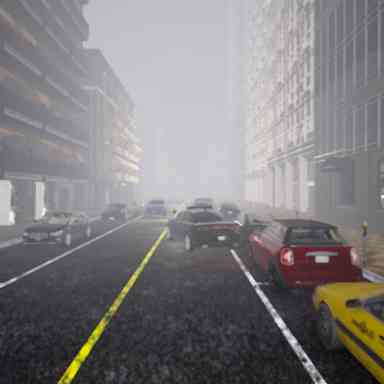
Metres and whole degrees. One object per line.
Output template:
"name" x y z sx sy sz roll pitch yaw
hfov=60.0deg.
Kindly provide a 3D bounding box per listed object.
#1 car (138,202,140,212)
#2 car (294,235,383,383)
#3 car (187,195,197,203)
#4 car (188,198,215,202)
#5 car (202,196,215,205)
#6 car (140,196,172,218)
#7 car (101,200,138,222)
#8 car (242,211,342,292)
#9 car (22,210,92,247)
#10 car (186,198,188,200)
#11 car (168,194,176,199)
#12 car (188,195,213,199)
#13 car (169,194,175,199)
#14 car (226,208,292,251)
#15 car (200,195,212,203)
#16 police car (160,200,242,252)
"car" -5.678 1.420 31.255 1.752 1.417 4.829 0 0 0
"car" 2.691 1.513 3.348 1.752 1.417 4.829 0 0 0
"car" 0.028 1.325 65.393 1.812 1.442 4.674 0 0 0
"car" 0.791 1.423 24.005 1.837 1.490 4.892 0 0 1
"car" 2.712 1.373 54.014 1.887 1.381 4.507 0 0 0
"car" -3.084 1.378 29.588 1.882 1.535 5.008 0 0 0
"car" -5.680 1.478 25.776 1.947 1.339 4.313 0 0 0
"car" 2.694 1.408 8.826 1.967 1.590 4.097 0 0 0
"car" -5.685 1.500 14.478 2.008 1.369 4.403 0 0 0
"car" 0.025 1.366 49.842 1.812 1.442 4.674 0 0 0
"car" -5.651 1.280 93.558 2.008 1.369 4.403 0 0 0
"car" 0.913 1.250 29.956 2.097 1.767 4.553 0 0 0
"car" -5.654 1.293 87.910 2.008 1.369 4.403 0 0 0
"car" 2.695 1.499 14.476 2.008 1.369 4.403 0 0 0
"car" 2.717 1.348 65.312 2.008 1.369 4.403 0 0 0
"police car" 0.253 1.376 13.974 1.930 1.638 5.238 0 0 -18
